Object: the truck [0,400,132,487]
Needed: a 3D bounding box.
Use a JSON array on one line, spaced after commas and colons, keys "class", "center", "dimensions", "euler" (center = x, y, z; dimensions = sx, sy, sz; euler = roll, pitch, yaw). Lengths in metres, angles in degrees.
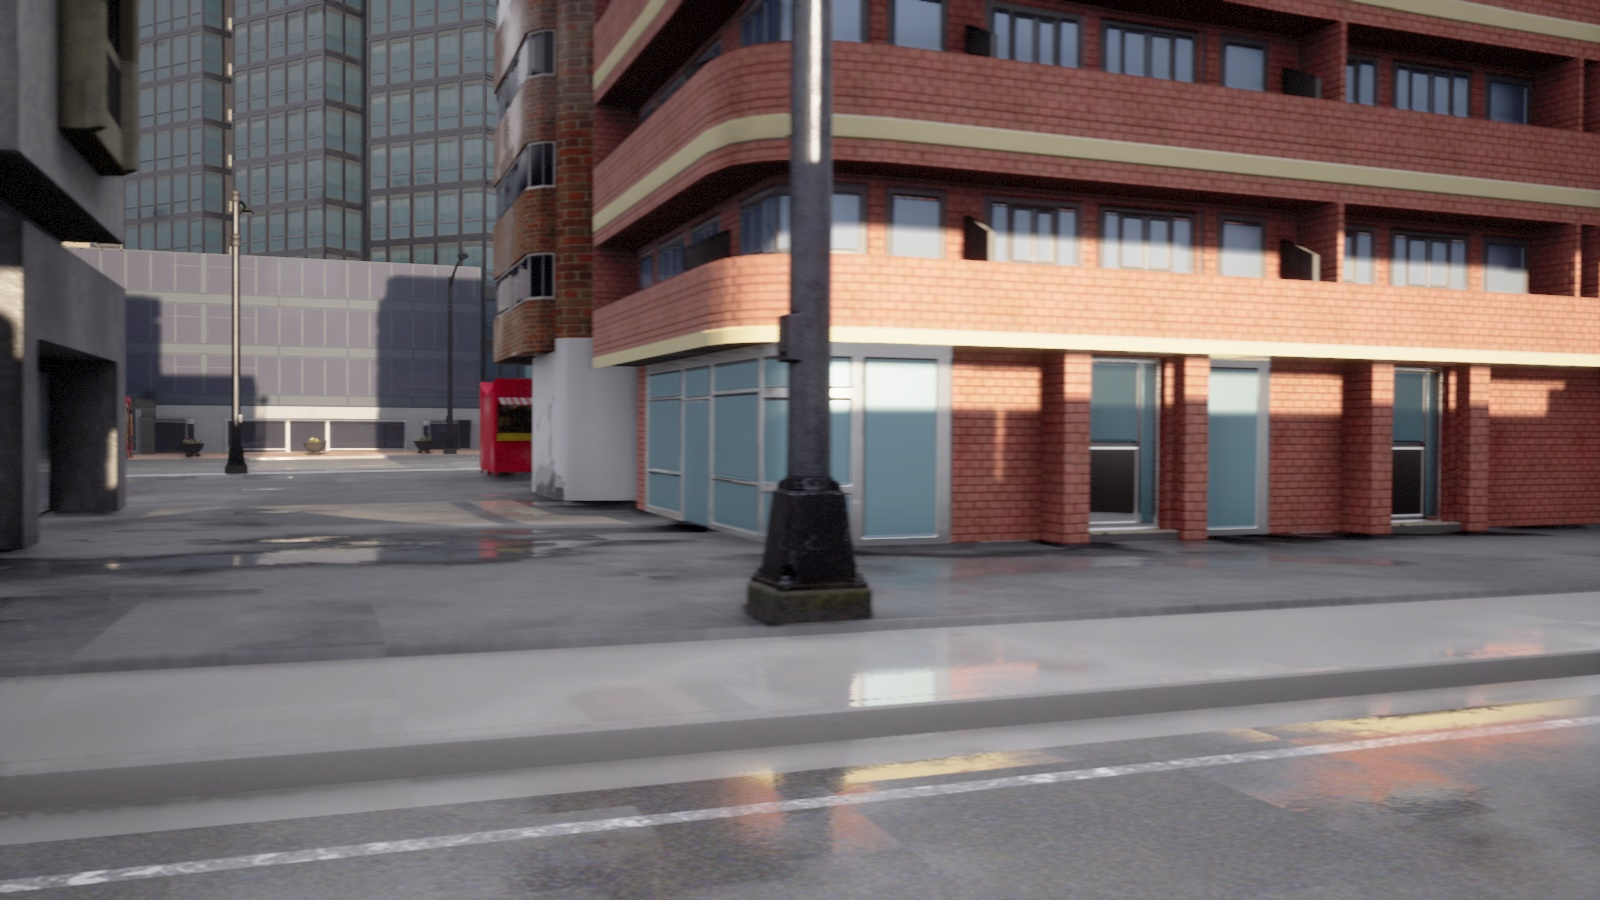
[{"class": "truck", "center": [-35.909, -0.273, 58.032], "dimensions": [8.468, 3.827, 2.891], "euler": [-2, 1, -21]}]
